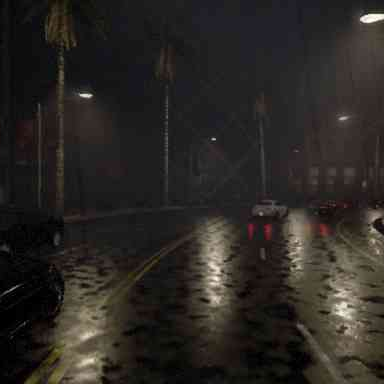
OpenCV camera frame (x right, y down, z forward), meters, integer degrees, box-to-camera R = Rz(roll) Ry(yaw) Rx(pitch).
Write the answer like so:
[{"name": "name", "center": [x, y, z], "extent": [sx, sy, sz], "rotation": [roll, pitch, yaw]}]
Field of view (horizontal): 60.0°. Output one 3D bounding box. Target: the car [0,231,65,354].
[{"name": "car", "center": [-3.382, 1.530, 4.425], "extent": [1.994, 1.385, 4.181], "rotation": [0, 0, 3]}]

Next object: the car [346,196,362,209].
[{"name": "car", "center": [17.582, 1.191, 38.204], "extent": [5.008, 1.535, 1.882], "rotation": [0, 0, -35]}]

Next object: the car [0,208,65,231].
[{"name": "car", "center": [-6.380, 1.389, 11.727], "extent": [1.882, 1.535, 5.008], "rotation": [0, 0, 6]}]

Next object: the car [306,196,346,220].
[{"name": "car", "center": [10.279, 1.297, 25.934], "extent": [2.128, 1.511, 4.902], "rotation": [0, 1, 33]}]

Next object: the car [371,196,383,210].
[{"name": "car", "center": [21.873, 1.230, 36.731], "extent": [4.892, 1.490, 1.837], "rotation": [-1, 0, -30]}]

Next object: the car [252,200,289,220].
[{"name": "car", "center": [6.106, 1.331, 25.800], "extent": [1.812, 1.442, 4.674], "rotation": [0, 1, 30]}]
